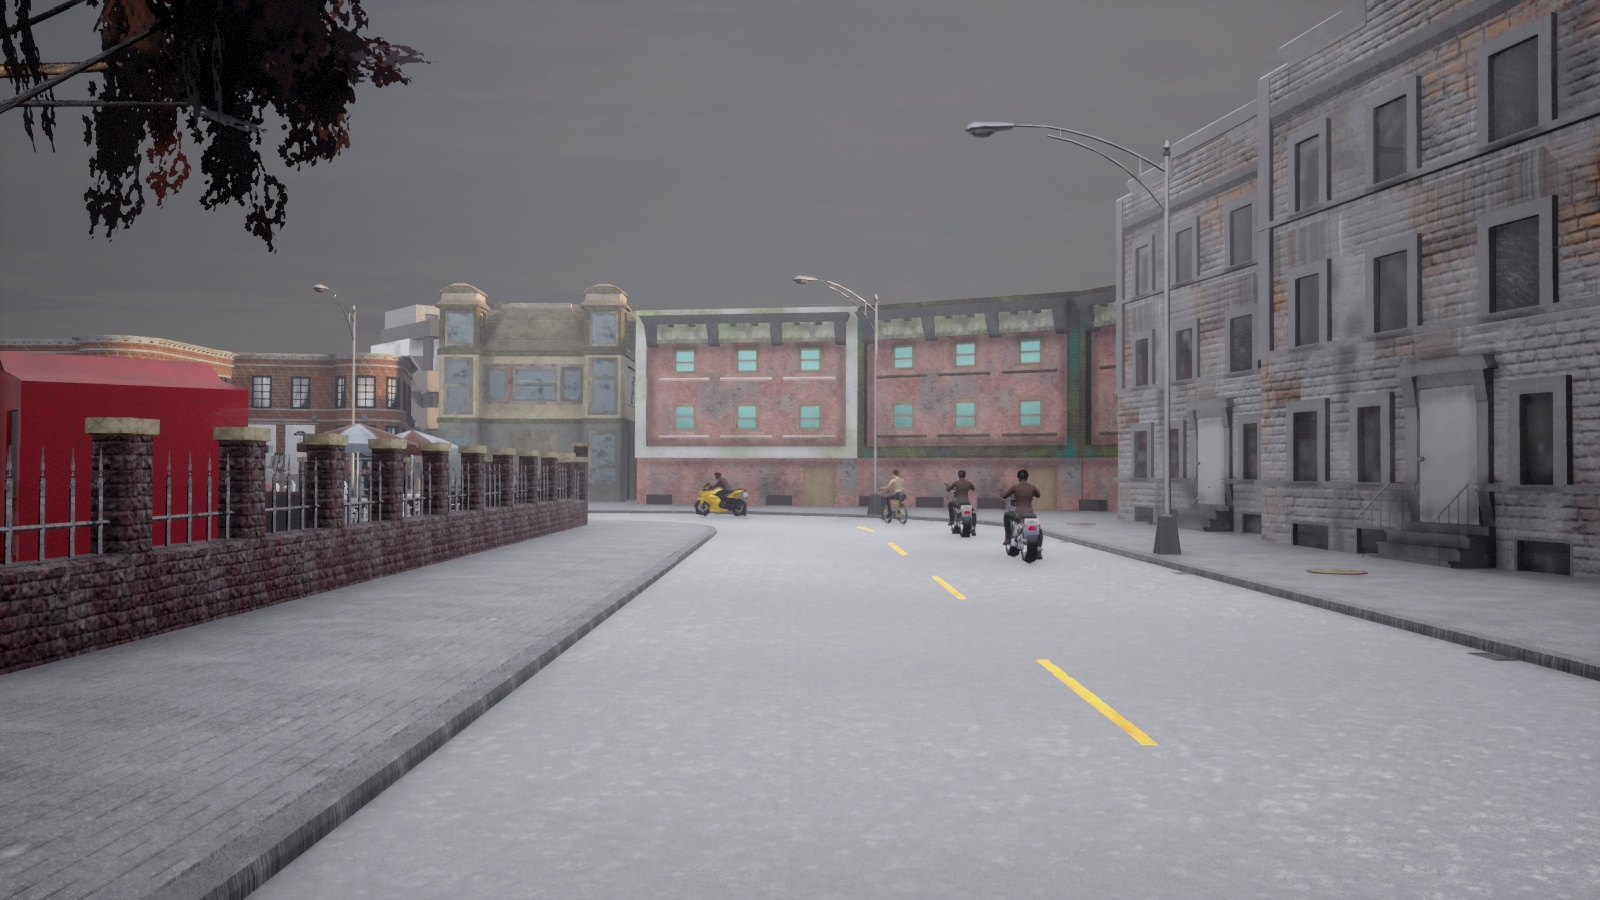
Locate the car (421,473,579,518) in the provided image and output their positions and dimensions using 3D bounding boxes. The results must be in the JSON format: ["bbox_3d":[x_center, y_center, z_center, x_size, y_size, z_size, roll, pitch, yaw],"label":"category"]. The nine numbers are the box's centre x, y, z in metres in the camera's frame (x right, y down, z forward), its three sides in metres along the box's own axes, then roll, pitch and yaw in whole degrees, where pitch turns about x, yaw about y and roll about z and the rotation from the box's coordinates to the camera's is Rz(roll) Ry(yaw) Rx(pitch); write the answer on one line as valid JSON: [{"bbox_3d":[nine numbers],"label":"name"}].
[{"bbox_3d":[-10.327,1.562,43.516,5.008,1.535,1.882,0,-1,2],"label":"car"}]

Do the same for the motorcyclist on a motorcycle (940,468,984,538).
[{"bbox_3d":[3.925,1.262,30.589,0.766,1.649,2.350,0,-1,0],"label":"motorcyclist on a motorcycle"}]

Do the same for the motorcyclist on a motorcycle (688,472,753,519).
[{"bbox_3d":[-2.686,1.520,42.395,2.044,1.523,0.797,-1,-1,25],"label":"motorcyclist on a motorcycle"}]

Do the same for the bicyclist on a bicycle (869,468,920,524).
[{"bbox_3d":[2.800,1.366,37.233,0.866,1.612,1.509,0,-2,-25],"label":"bicyclist on a bicycle"}]

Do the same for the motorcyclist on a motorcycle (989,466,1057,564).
[{"bbox_3d":[3.945,1.124,22.401,0.766,1.649,2.350,0,-1,0],"label":"motorcyclist on a motorcycle"}]

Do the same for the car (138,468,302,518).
[{"bbox_3d":[-20.013,1.468,43.492,4.611,1.667,2.242,0,-1,0],"label":"car"}]
